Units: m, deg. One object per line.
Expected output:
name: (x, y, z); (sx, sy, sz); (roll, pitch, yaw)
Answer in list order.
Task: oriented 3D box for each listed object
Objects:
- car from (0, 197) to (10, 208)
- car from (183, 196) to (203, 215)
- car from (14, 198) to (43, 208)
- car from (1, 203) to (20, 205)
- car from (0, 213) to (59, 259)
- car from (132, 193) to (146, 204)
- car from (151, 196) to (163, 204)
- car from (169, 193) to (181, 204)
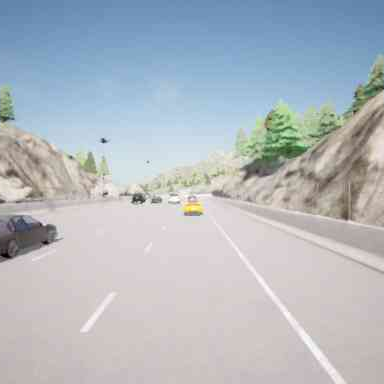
car: (-28.040, 1.504, 46.692); (2.128, 1.511, 4.902); (0, 0, 1)
car: (0.104, 1.486, 34.566); (1.882, 1.535, 5.008); (0, 0, 0)
car: (-24.525, 1.615, 50.118); (1.895, 1.301, 4.718); (0, 0, 1)
car: (-10.401, 1.508, 16.155); (1.837, 1.490, 4.892); (0, 0, 0)
car: (-6.935, 1.551, 12.546); (2.033, 1.411, 5.357); (0, 0, 0)
car: (-10.395, 1.238, 65.659); (2.150, 2.045, 5.566); (0, 0, 0)
car: (-6.893, 1.509, 65.584); (2.128, 1.511, 4.902); (0, 0, 0)
car: (-3.396, 1.240, 65.887); (2.150, 2.045, 5.566); (0, 0, 0)
